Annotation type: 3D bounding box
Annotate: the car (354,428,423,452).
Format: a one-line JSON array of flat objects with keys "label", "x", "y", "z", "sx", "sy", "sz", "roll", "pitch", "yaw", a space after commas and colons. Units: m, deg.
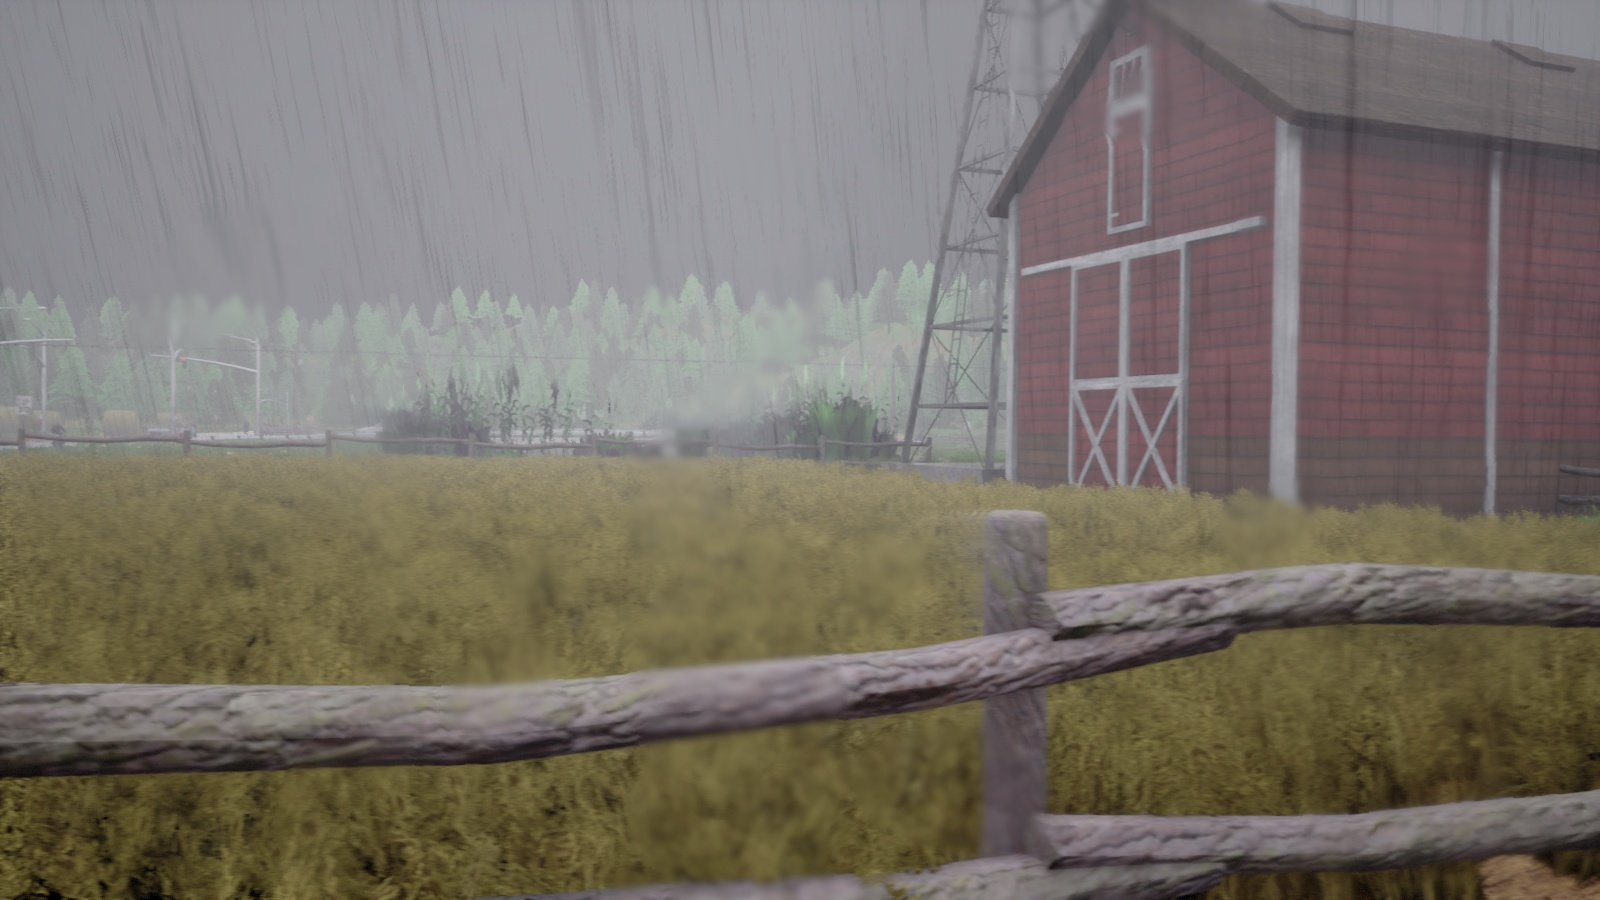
[{"label": "car", "x": -30.396, "y": -0.732, "z": 92.850, "sx": 4.674, "sy": 1.442, "sz": 1.812, "roll": -4, "pitch": 2, "yaw": -15}]
